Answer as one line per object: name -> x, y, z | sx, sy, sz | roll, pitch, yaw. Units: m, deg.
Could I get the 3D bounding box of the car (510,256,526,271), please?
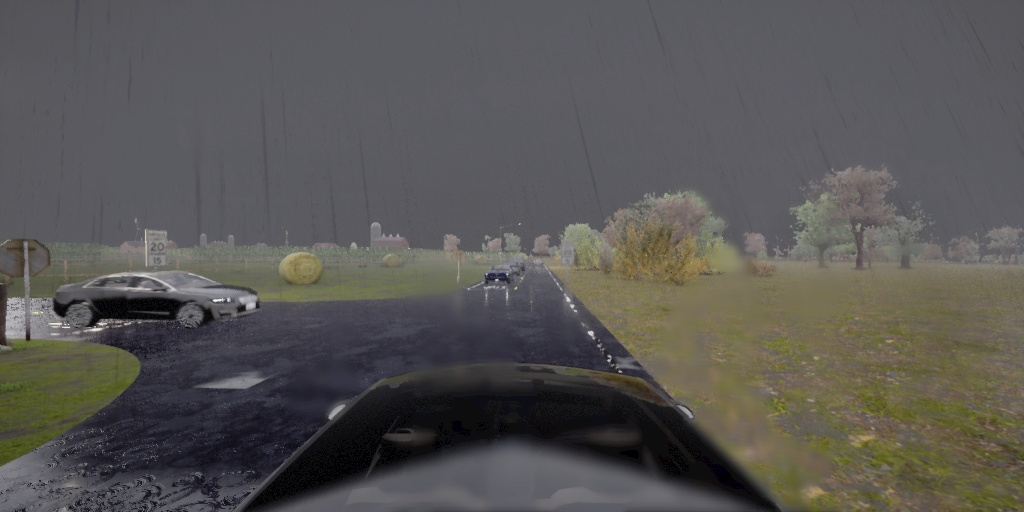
car -> 0.626, 0.982, 47.411 | 2.150, 2.045, 5.566 | 0, 0, 4

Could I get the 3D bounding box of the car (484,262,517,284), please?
car -> -0.884, 1.349, 26.971 | 1.895, 1.301, 4.718 | 0, 0, 4

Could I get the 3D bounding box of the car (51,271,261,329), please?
car -> -10.095, 1.187, 10.421 | 4.902, 1.511, 2.128 | 0, 1, -1

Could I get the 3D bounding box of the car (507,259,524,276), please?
car -> -0.152, 1.316, 36.906 | 1.994, 1.385, 4.181 | 0, 0, 4
